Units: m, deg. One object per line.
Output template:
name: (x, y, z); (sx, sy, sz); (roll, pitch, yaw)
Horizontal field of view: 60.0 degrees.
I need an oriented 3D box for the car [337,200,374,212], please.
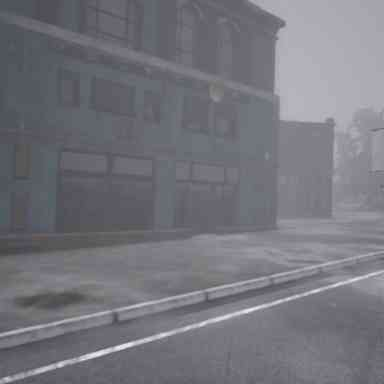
car: (19.320, 1.663, 39.498); (1.895, 1.301, 4.718); (2, 0, -7)
